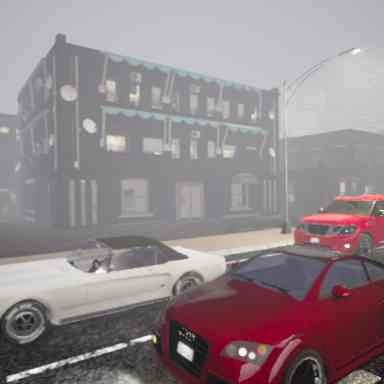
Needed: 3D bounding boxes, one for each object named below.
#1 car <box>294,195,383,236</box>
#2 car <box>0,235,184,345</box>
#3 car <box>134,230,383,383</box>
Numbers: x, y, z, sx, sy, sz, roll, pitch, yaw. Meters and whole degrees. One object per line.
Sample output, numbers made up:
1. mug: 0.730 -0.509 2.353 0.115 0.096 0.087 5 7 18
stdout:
1. car: 6.107 1.141 12.015 5.566 2.045 2.150 0 0 -35
2. car: -1.683 1.585 6.485 4.718 1.301 1.895 0 0 -35
3. car: 1.549 1.537 4.781 4.181 1.385 1.994 0 0 -35
